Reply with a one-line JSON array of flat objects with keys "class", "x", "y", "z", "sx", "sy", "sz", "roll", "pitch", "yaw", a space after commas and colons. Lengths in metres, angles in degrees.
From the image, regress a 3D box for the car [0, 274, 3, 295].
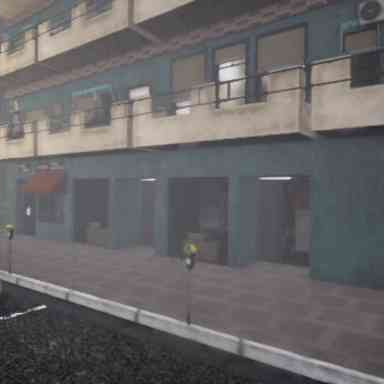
[{"class": "car", "x": -5.832, "y": 1.518, "z": 7.020, "sx": 4.829, "sy": 1.417, "sz": 1.752, "roll": 0, "pitch": 1, "yaw": 36}]
